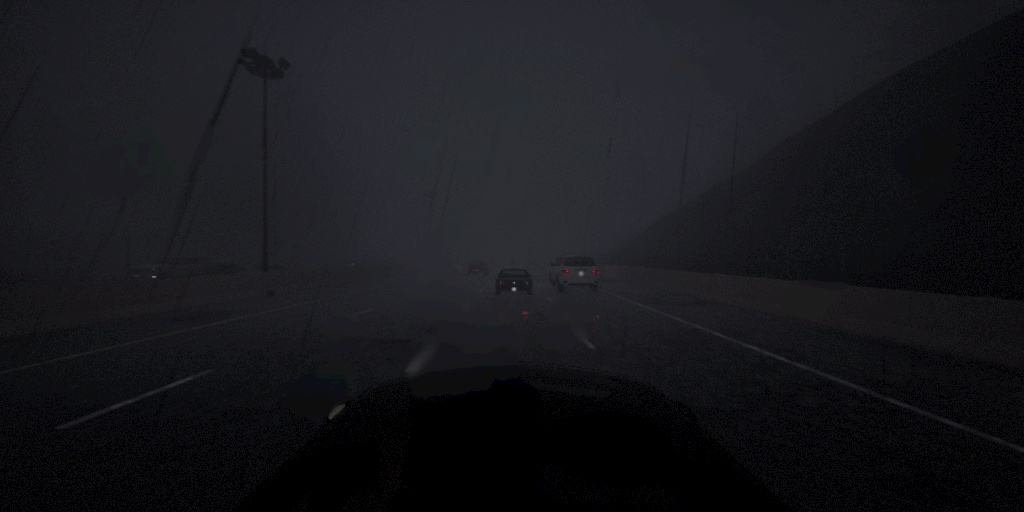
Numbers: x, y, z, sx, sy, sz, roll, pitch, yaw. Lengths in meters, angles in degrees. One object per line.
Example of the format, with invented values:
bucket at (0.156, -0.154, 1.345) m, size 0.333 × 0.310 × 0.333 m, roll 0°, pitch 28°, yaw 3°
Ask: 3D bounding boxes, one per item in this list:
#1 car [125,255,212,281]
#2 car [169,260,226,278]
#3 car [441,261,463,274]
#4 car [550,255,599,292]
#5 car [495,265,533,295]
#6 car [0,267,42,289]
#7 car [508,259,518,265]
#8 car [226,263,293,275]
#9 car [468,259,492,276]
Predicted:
car at (-24.580, 0.971, 26.223) m, size 2.150 × 2.045 × 5.566 m, roll 0°, pitch 0°, yaw 0°
car at (-21.089, 1.251, 25.628) m, size 1.837 × 1.490 × 4.892 m, roll 0°, pitch 0°, yaw 0°
car at (-6.903, 1.273, 41.222) m, size 1.812 × 1.442 × 4.674 m, roll 0°, pitch 0°, yaw 0°
car at (3.596, 0.970, 21.313) m, size 2.150 × 2.045 × 5.566 m, roll 0°, pitch 0°, yaw 0°
car at (0.102, 1.350, 19.892) m, size 1.895 × 1.301 × 4.718 m, roll 0°, pitch 0°, yaw 0°
car at (-28.087, 1.273, 18.730) m, size 1.812 × 1.442 × 4.674 m, roll 0°, pitch 0°, yaw 0°
car at (0.100, 1.294, 65.070) m, size 2.033 × 1.411 × 5.357 m, roll 0°, pitch 0°, yaw 0°
car at (-17.583, 1.273, 25.702) m, size 1.812 × 1.442 × 4.674 m, roll 0°, pitch 0°, yaw 0°
car at (-3.407, 1.225, 36.900) m, size 1.882 × 1.535 × 5.008 m, roll 0°, pitch 0°, yaw 0°
